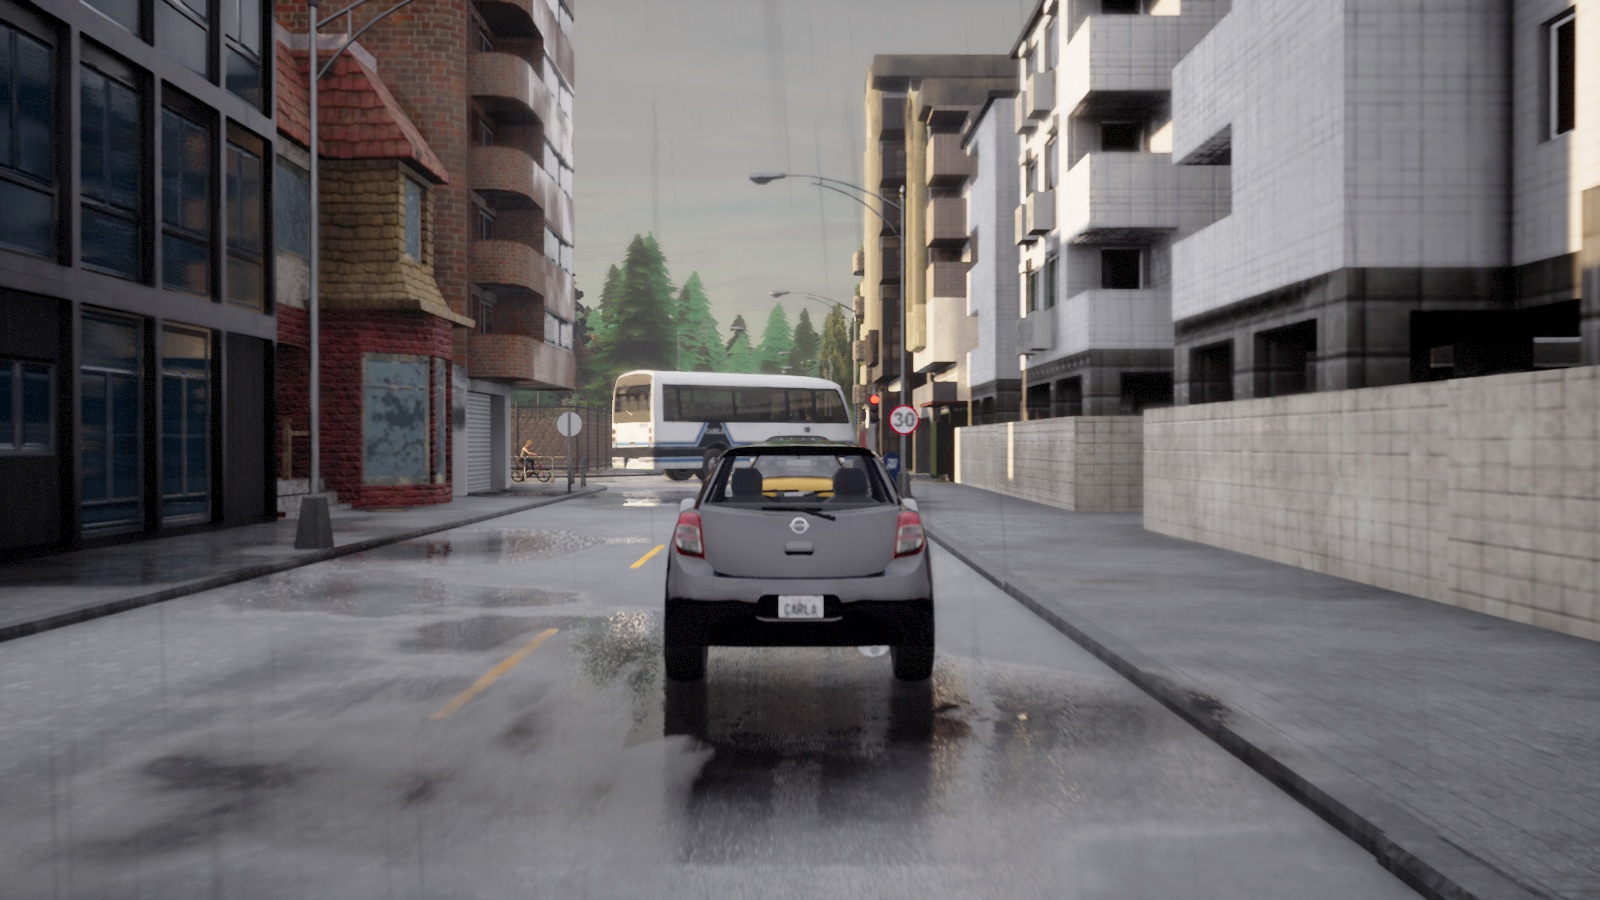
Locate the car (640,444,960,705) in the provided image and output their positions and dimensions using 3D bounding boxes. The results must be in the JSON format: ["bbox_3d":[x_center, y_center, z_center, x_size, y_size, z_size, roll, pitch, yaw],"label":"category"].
[{"bbox_3d":[-0.007,0.709,9.062,1.845,1.501,3.633,0,0,0],"label":"car"}]

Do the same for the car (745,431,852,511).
[{"bbox_3d":[-0.042,0.430,28.577,2.242,1.667,4.611,0,0,0],"label":"car"}]

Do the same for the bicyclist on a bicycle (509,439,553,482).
[{"bbox_3d":[-10.191,0.407,47.633,1.509,1.612,0.866,0,0,-5],"label":"bicyclist on a bicycle"}]

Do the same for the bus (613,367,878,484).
[{"bbox_3d":[-2.018,-0.924,50.606,10.273,4.253,3.944,0,0,-38],"label":"bus"}]
